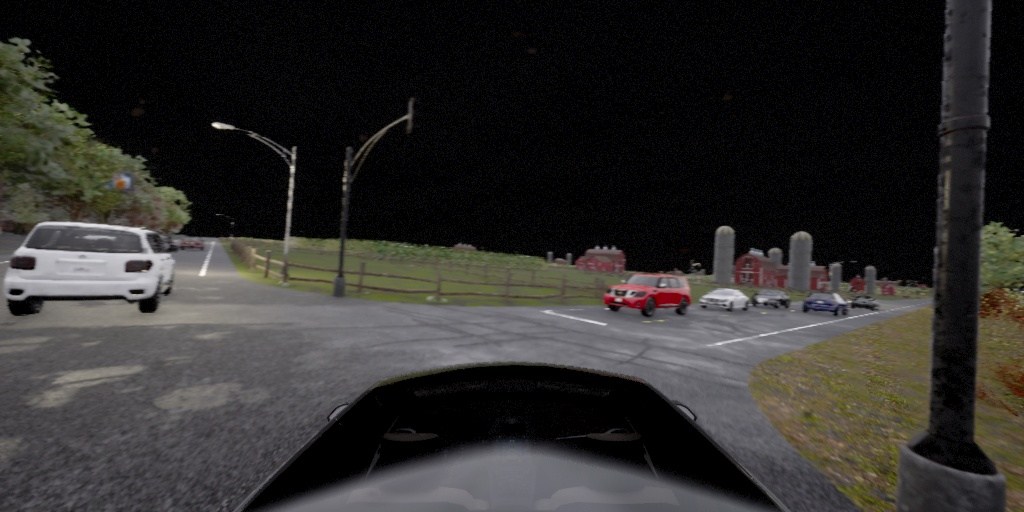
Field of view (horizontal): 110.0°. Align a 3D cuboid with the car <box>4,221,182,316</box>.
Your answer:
[{"bbox_3d":[-10.402,0.219,9.313,2.150,2.045,5.566,5,0,-40],"label":"car"}]

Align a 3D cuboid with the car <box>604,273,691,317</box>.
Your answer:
[{"bbox_3d":[7.142,1.918,18.525,5.566,2.045,2.150,6,-2,-39],"label":"car"}]

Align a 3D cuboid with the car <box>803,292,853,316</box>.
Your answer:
[{"bbox_3d":[24.698,3.641,28.168,4.553,1.767,2.097,6,-2,-39],"label":"car"}]

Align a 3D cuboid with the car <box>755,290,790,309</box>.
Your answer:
[{"bbox_3d":[22.550,3.703,31.181,4.902,1.511,2.128,6,-2,-39],"label":"car"}]

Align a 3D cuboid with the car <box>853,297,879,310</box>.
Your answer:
[{"bbox_3d":[40.606,5.421,41.272,4.181,1.385,1.994,6,-2,-39],"label":"car"}]

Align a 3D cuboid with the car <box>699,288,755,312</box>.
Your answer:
[{"bbox_3d":[14.798,2.976,24.831,4.674,1.442,1.812,6,-2,-40],"label":"car"}]

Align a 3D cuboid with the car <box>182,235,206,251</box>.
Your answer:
[{"bbox_3d":[-39.280,-1.639,44.199,2.097,1.767,4.553,5,-1,-40],"label":"car"}]
